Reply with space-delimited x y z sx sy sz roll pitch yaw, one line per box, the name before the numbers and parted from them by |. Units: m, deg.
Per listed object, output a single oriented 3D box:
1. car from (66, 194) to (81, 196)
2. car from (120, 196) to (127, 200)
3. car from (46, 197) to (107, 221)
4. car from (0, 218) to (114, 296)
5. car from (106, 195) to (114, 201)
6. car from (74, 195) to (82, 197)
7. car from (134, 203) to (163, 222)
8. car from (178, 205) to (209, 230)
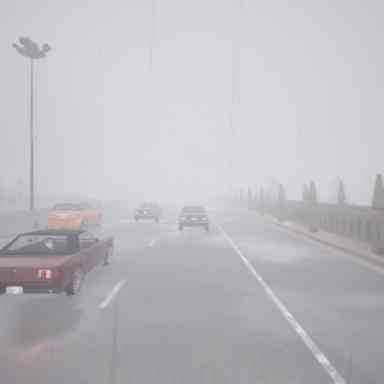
car | -20.987 1.312 58.272 2.150 2.045 5.566 0 0 1
car | -17.969 1.662 87.098 1.812 1.442 4.674 0 0 -15
car | -6.900 1.357 19.935 2.097 1.767 4.553 0 0 0
car | -3.401 1.601 8.627 1.895 1.301 4.718 0 0 0
car | -21.668 1.594 87.249 2.097 1.767 4.553 0 0 -15
car | -14.083 1.529 45.752 1.882 1.535 5.008 0 0 0
car | -3.402 1.560 26.637 2.033 1.411 5.357 0 0 0
car | 0.099 1.554 21.146 2.033 1.411 5.357 0 0 0
